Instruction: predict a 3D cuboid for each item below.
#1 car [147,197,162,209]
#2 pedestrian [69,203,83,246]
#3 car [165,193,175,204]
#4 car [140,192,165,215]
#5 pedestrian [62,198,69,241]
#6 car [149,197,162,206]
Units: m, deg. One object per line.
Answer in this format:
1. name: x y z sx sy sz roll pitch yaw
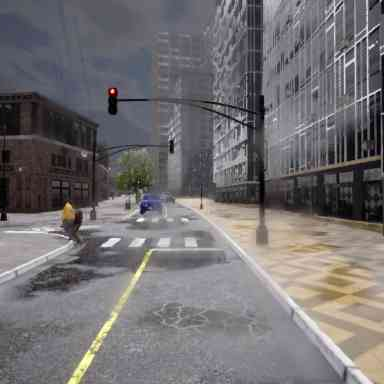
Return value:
1. car: -5.051 1.472 45.266 1.882 1.535 5.008 0 0 -5
2. pedestrian: -4.695 1.294 13.663 0.375 1.860 0.375 1 -1 -2
3. car: -4.305 1.498 64.333 1.837 1.490 4.892 0 0 -8
4. car: -4.191 1.218 34.934 2.150 2.045 5.566 0 0 -4
5. pedestrian: -5.244 1.140 14.096 0.375 1.860 0.375 1 -1 -2
6. car: -6.181 1.555 56.153 1.994 1.385 4.181 0 0 -6
